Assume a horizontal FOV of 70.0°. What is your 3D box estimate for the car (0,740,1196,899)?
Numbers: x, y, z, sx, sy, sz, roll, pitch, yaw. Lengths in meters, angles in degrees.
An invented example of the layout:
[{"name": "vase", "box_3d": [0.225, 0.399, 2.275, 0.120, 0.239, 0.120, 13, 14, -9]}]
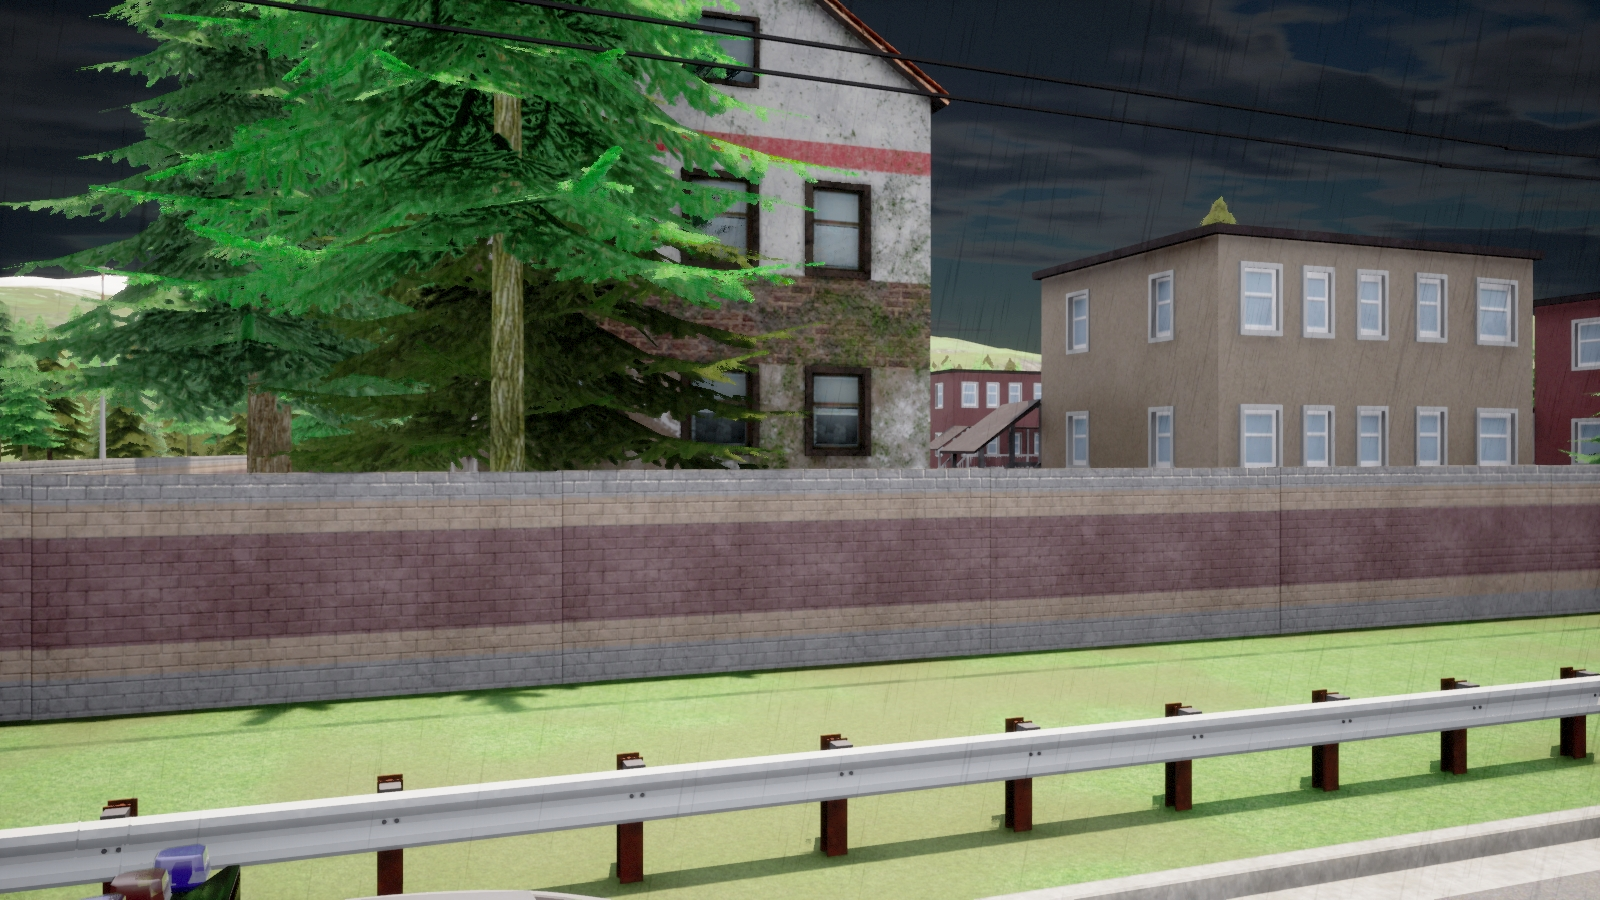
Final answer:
[{"name": "car", "box_3d": [-1.671, 1.982, 2.695, 5.238, 1.638, 2.097, 0, 0, -20]}]
